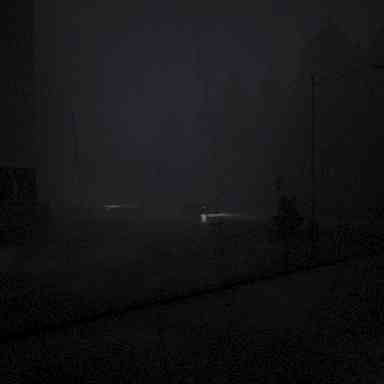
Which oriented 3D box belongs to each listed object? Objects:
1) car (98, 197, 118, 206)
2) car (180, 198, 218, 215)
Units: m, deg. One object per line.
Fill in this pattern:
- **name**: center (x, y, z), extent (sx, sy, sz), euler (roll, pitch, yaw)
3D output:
- **car**: center (-13.122, 1.402, 51.730), extent (1.994, 1.385, 4.181), euler (-1, 0, -35)
- **car**: center (0.568, 1.362, 32.507), extent (1.812, 1.442, 4.674), euler (-1, 0, -36)
